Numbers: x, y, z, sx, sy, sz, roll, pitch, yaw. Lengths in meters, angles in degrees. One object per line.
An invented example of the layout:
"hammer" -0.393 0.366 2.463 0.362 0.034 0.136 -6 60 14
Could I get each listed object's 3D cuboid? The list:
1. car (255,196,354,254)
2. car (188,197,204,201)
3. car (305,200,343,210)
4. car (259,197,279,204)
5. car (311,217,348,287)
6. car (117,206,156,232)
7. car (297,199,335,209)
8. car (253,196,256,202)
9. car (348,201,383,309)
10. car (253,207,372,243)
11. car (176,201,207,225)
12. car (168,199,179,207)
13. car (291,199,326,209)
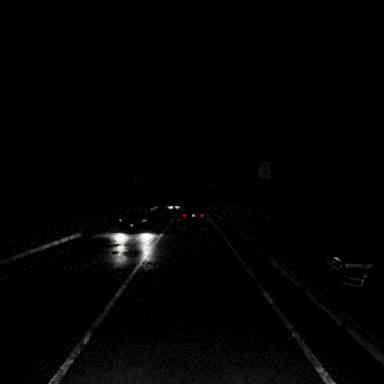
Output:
"car" 5.623 1.243 13.138 5.566 2.045 2.435 0 0 0
"car" 0.096 1.793 42.897 2.128 1.511 4.902 0 -1 0
"car" 18.694 1.838 47.178 4.674 1.452 2.002 0 -1 0
"car" 18.748 2.003 81.212 4.553 1.767 2.185 0 -1 0
"car" 5.600 1.474 7.533 4.892 1.521 2.231 0 0 0
"car" -3.352 1.606 20.846 1.812 1.442 4.674 0 -1 0
"car" 18.704 1.829 50.327 5.008 1.535 2.097 0 -1 0
"car" 18.677 2.201 84.380 4.674 1.452 2.002 0 -1 0
"car" 5.622 1.218 4.728 5.566 2.045 2.435 0 0 0
"car" 5.590 1.511 15.938 4.892 1.521 2.231 0 0 0
"car" 0.097 1.670 25.044 2.033 1.411 5.357 0 -1 0
"car" -3.285 2.060 62.457 1.994 1.385 4.181 0 -1 1
"car" 18.695 1.862 53.600 4.892 1.521 2.231 0 -1 0
